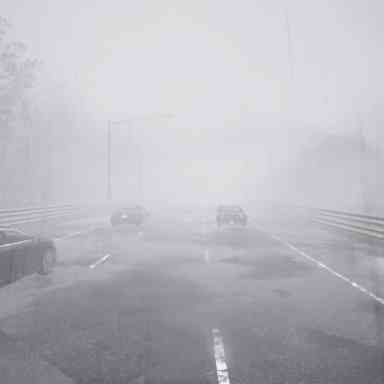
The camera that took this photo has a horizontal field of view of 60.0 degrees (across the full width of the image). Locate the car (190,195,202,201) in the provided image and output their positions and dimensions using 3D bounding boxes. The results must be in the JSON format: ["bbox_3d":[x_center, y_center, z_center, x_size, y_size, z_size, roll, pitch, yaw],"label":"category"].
[{"bbox_3d":[0.601,1.622,85.736,2.033,1.411,5.357,0,0,7],"label":"car"}]

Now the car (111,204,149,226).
[{"bbox_3d":[-4.317,1.574,23.679,1.994,1.385,4.181,0,0,2],"label":"car"}]

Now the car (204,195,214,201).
[{"bbox_3d":[4.131,1.677,85.789,1.895,1.301,4.718,0,0,7],"label":"car"}]

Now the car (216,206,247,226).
[{"bbox_3d":[2.649,1.610,23.419,1.895,1.301,4.718,0,0,2],"label":"car"}]

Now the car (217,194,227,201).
[{"bbox_3d":[7.695,1.437,86.132,2.097,1.767,4.553,0,0,7],"label":"car"}]

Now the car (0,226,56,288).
[{"bbox_3d":[-4.811,1.494,7.547,2.128,1.511,4.902,0,0,1],"label":"car"}]
